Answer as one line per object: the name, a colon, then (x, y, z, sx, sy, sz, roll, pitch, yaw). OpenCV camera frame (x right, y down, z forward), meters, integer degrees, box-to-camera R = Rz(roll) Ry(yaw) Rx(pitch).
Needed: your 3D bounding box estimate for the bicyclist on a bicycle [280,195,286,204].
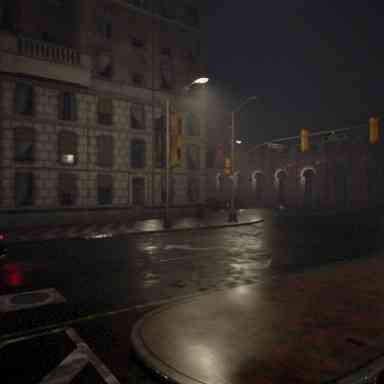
bicyclist on a bicycle: (15.477, 1.300, 56.462, 1.656, 1.620, 0.582, 0, 0, -36)

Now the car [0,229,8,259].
car: (-7.495, 1.491, 8.470, 4.902, 1.511, 2.128, 0, 0, -36)

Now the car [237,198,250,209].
car: (5.740, 1.526, 45.232, 1.812, 1.442, 4.674, 0, 0, -36)

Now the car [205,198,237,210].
car: (2.996, 1.492, 43.051, 2.128, 1.511, 4.902, 0, 0, -36)
